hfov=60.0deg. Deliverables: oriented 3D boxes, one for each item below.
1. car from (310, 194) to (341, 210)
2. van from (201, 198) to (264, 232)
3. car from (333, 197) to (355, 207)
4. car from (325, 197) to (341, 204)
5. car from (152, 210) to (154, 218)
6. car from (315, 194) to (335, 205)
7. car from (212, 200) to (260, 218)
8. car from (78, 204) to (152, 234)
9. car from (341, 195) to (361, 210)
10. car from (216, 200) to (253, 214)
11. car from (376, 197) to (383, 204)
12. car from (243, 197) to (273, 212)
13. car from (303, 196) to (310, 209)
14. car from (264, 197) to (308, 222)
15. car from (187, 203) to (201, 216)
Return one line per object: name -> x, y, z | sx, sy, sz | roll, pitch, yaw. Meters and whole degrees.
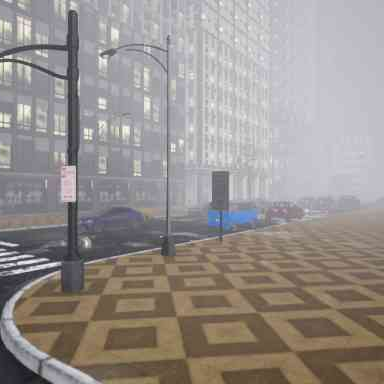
car -> 17.907, 1.400, 44.449 | 2.097, 1.767, 4.553 | 0, 0, 38
van -> 2.576, 1.368, 20.278 | 1.690, 1.788, 3.998 | 0, 0, 38
car -> 23.956, 1.552, 52.312 | 2.128, 1.511, 4.902 | 0, 0, 37
car -> 28.416, 1.624, 67.001 | 2.008, 1.369, 4.403 | 0, 0, 38
car -> -4.816, 1.540, 23.987 | 1.752, 1.417, 4.829 | 0, 0, 38
car -> 25.025, 1.381, 62.591 | 2.192, 1.841, 5.009 | 0, 0, 38
car -> 4.255, 1.573, 31.518 | 2.033, 1.411, 5.357 | 0, 0, 38
car -> -4.843, 1.542, 19.694 | 1.812, 1.442, 4.674 | 0, 0, 38
car -> 21.098, 1.368, 44.554 | 2.192, 1.841, 5.009 | 0, 0, 38
car -> 4.678, 1.571, 36.125 | 1.887, 1.381, 4.507 | 0, 0, 38
car -> 38.053, 1.658, 66.607 | 1.947, 1.339, 4.313 | 0, 0, 38
car -> 8.069, 1.471, 40.536 | 1.967, 1.590, 4.097 | 0, 0, 38
car -> 15.995, 1.395, 46.638 | 2.097, 1.767, 4.553 | 0, 0, 38
car -> 7.534, 1.472, 26.910 | 1.967, 1.590, 4.097 | 0, 0, 38
car -> 1.287, 1.604, 31.714 | 1.802, 1.307, 4.206 | 0, 0, 38
